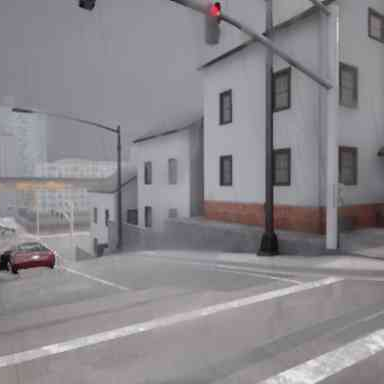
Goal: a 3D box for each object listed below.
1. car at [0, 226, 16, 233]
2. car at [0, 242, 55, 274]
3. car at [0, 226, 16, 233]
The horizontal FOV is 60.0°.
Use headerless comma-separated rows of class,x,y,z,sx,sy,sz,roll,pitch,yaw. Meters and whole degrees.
car,-41.021,8.042,72.065,4.536,1.218,1.853,0,1,-4
car,-8.642,3.342,17.201,1.994,1.385,4.181,0,-8,-39
car,-40.969,8.199,72.072,4.974,1.542,2.038,0,1,-4
